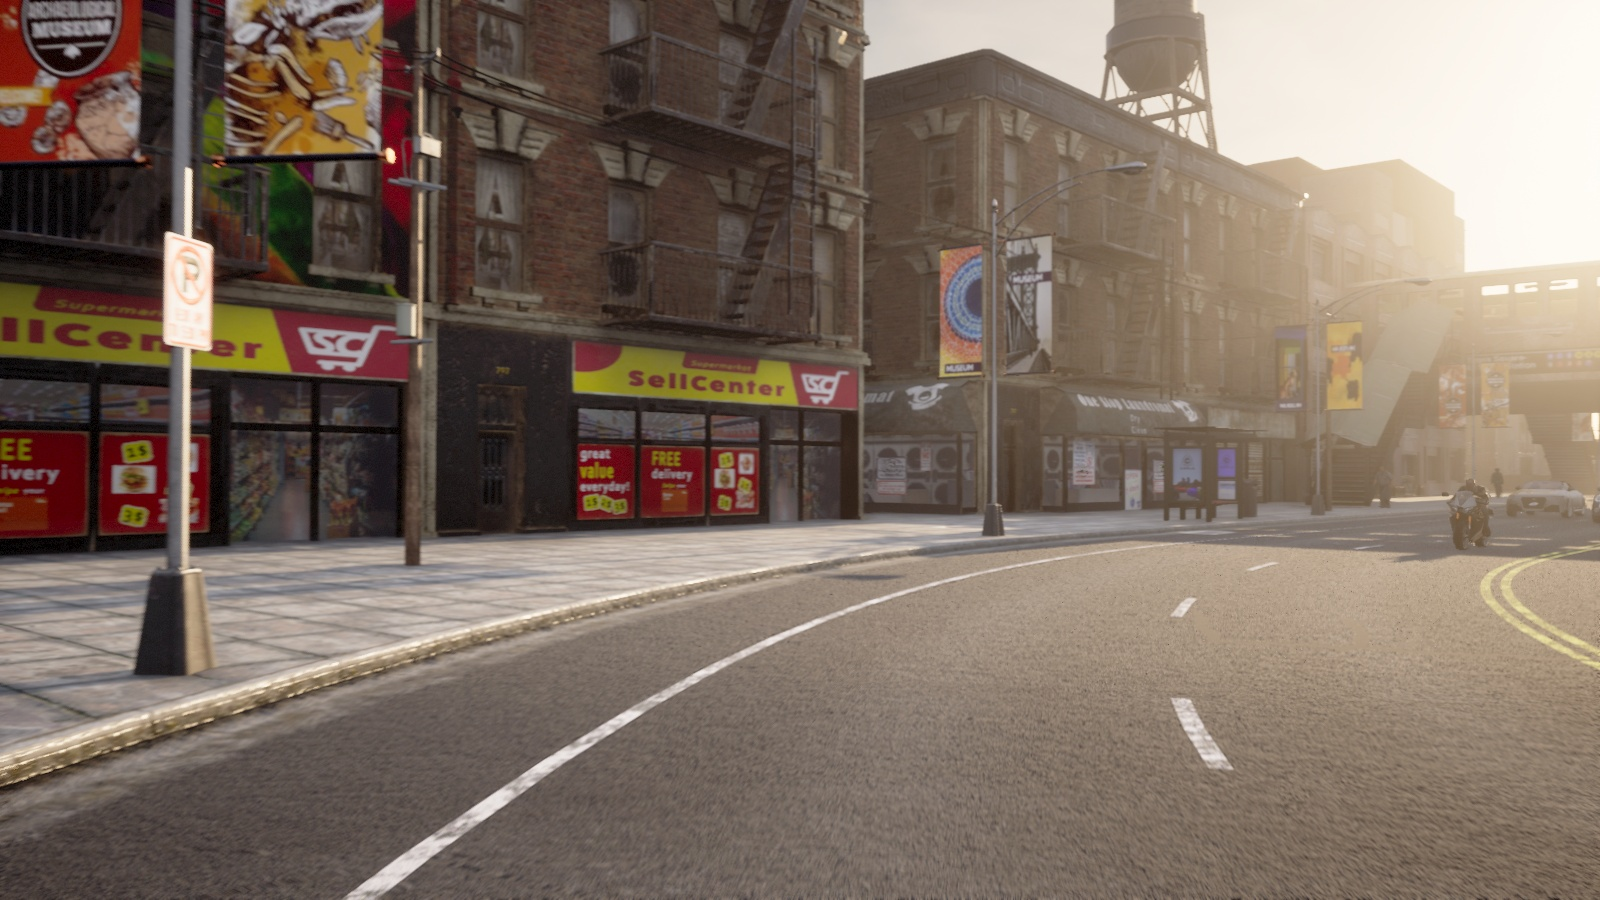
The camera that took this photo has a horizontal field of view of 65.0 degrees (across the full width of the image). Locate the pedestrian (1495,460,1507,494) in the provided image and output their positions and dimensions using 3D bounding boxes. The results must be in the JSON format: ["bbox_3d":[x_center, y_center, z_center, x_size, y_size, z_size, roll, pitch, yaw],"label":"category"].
[{"bbox_3d":[40.800,1.578,73.109,0.423,1.949,0.788,-1,-1,41],"label":"pedestrian"}]

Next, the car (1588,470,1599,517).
[{"bbox_3d":[27.173,1.385,40.812,1.970,1.475,3.806,-1,-1,42],"label":"car"}]

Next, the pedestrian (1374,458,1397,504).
[{"bbox_3d":[23.681,1.254,50.806,0.694,1.848,0.540,0,-1,-35],"label":"pedestrian"}]

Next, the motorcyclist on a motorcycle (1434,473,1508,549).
[{"bbox_3d":[14.153,1.252,26.441,0.866,1.530,2.191,-1,-1,42],"label":"motorcyclist on a motorcycle"}]

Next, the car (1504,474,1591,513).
[{"bbox_3d":[27.880,1.582,46.801,1.994,1.385,4.181,-1,-1,42],"label":"car"}]
